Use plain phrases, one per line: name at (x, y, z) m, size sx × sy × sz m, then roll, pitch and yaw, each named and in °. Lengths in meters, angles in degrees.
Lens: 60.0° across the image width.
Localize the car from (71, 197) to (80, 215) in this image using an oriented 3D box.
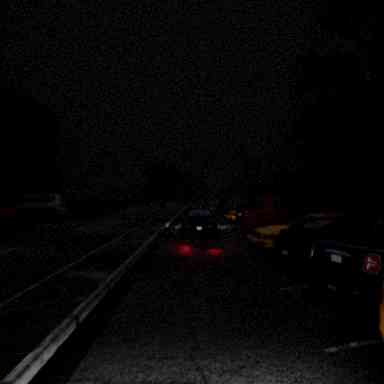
car at (-12.771, 1.477, 29.462) m, size 5.008 × 1.535 × 2.097 m, roll -1°, pitch 0°, yaw -18°

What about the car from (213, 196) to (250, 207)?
car at (6.253, 1.504, 52.793) m, size 5.366 × 1.575 × 1.946 m, roll 1°, pitch 0°, yaw -18°

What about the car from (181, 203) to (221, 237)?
car at (0.404, 1.533, 18.107) m, size 1.812 × 1.442 × 4.674 m, roll 0°, pitch 0°, yaw 1°

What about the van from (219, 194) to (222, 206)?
van at (5.446, 1.271, 34.008) m, size 4.442 × 1.987 × 1.878 m, roll 1°, pitch 0°, yaw -18°

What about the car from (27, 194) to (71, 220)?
car at (-12.879, 1.225, 26.445) m, size 5.566 × 2.045 × 2.435 m, roll -1°, pitch 0°, yaw -18°

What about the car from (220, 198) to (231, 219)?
car at (5.136, 1.490, 25.059) m, size 5.366 × 1.575 × 1.946 m, roll 1°, pitch 0°, yaw -18°

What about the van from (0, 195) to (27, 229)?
van at (-12.913, 1.245, 20.488) m, size 4.442 × 1.987 × 1.878 m, roll -1°, pitch 0°, yaw -18°

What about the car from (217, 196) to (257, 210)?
car at (5.771, 1.376, 42.967) m, size 4.553 × 1.767 × 2.185 m, roll 1°, pitch 0°, yaw -18°

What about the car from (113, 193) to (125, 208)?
car at (-12.321, 1.233, 44.500) m, size 5.566 × 2.045 × 2.435 m, roll -1°, pitch 0°, yaw -18°

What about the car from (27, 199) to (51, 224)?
car at (-12.939, 1.474, 23.454) m, size 5.008 × 1.535 × 2.097 m, roll -1°, pitch 0°, yaw -18°

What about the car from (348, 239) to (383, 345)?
car at (4.846, 1.489, 4.323) m, size 5.008 × 1.535 × 2.097 m, roll 1°, pitch 0°, yaw -19°

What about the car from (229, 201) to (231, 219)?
car at (5.258, 1.524, 22.158) m, size 4.792 × 1.488 × 2.163 m, roll 1°, pitch 0°, yaw -18°

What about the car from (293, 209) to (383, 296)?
car at (4.864, 1.364, 7.280) m, size 4.553 × 1.767 × 2.185 m, roll 1°, pitch 0°, yaw -19°

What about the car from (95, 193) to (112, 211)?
car at (-12.493, 1.230, 38.488) m, size 5.566 × 2.045 × 2.435 m, roll -1°, pitch 0°, yaw -18°

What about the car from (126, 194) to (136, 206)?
car at (-12.067, 1.490, 53.511) m, size 5.008 × 1.535 × 2.097 m, roll -1°, pitch 0°, yaw -18°

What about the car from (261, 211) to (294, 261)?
car at (4.936, 1.492, 10.256) m, size 4.892 × 1.521 × 2.231 m, roll 1°, pitch 0°, yaw -19°

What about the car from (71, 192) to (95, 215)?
car at (-12.711, 1.228, 32.451) m, size 5.566 × 2.045 × 2.435 m, roll -1°, pitch 0°, yaw -18°

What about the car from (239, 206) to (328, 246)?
car at (4.830, 1.486, 13.161) m, size 5.366 × 1.575 × 1.946 m, roll 1°, pitch 0°, yaw -19°

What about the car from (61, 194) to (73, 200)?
car at (-29.926, 1.172, 79.750) m, size 2.231 × 1.521 × 4.892 m, roll 0°, pitch -1°, yaw -18°

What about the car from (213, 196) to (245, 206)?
car at (6.170, 1.507, 56.121) m, size 4.892 × 1.521 × 2.231 m, roll 1°, pitch 0°, yaw -18°

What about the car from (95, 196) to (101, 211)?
car at (-12.571, 1.509, 35.481) m, size 4.792 × 1.488 × 2.163 m, roll -1°, pitch 0°, yaw -18°

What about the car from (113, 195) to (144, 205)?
car at (-11.949, 1.467, 62.512) m, size 5.366 × 1.575 × 1.946 m, roll -1°, pitch 1°, yaw -18°

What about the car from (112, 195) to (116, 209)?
car at (-12.403, 1.512, 41.491) m, size 4.792 × 1.488 × 2.163 m, roll -1°, pitch 0°, yaw -18°

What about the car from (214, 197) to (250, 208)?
car at (5.956, 1.533, 49.325) m, size 4.792 × 1.488 × 2.163 m, roll 1°, pitch 0°, yaw -18°

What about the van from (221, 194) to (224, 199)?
van at (5.367, 1.270, 31.032) m, size 4.442 × 1.987 × 1.878 m, roll 1°, pitch 0°, yaw -18°

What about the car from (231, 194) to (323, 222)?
car at (5.103, 1.241, 16.208) m, size 5.566 × 2.045 × 2.435 m, roll 1°, pitch 0°, yaw -18°

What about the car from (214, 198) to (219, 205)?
car at (5.666, 1.249, 37.034) m, size 5.566 × 2.045 × 2.435 m, roll 1°, pitch 0°, yaw -18°

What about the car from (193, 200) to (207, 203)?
car at (0.935, 1.616, 38.136) m, size 1.895 × 1.301 × 4.718 m, roll 0°, pitch 0°, yaw 2°

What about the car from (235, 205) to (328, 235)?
car at (5.125, 1.523, 19.157) m, size 4.792 × 1.488 × 2.163 m, roll 1°, pitch 0°, yaw -18°

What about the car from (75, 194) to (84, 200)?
car at (-26.970, 1.210, 79.631) m, size 2.002 × 1.452 × 4.674 m, roll 1°, pitch -1°, yaw -18°

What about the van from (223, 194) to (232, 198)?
van at (5.287, 1.269, 28.054) m, size 4.442 × 1.987 × 1.878 m, roll 1°, pitch 0°, yaw -18°

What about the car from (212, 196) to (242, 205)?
car at (6.280, 1.507, 59.514) m, size 4.892 × 1.521 × 2.231 m, roll 1°, pitch 0°, yaw -18°

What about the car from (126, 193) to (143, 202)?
car at (-11.896, 1.230, 59.535) m, size 5.566 × 2.045 × 2.435 m, roll -1°, pitch 0°, yaw -18°

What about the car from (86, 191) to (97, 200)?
car at (-23.998, 0.917, 79.490) m, size 2.435 × 2.045 × 5.566 m, roll 1°, pitch -1°, yaw -18°

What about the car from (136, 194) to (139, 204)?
car at (-11.966, 1.528, 56.535) m, size 4.674 × 1.452 × 2.002 m, roll -1°, pitch 0°, yaw -18°
